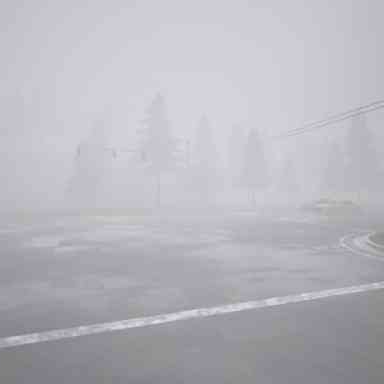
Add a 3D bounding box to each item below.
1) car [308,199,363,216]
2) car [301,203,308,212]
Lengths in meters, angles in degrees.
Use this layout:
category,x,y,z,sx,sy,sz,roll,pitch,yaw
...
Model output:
category,x,y,z,sx,sy,sz,roll,pitch,yaw
car,14.502,1.478,33.053,5.008,1.535,1.882,0,0,-17
car,14.351,1.505,36.671,4.892,1.490,1.837,0,0,-17
